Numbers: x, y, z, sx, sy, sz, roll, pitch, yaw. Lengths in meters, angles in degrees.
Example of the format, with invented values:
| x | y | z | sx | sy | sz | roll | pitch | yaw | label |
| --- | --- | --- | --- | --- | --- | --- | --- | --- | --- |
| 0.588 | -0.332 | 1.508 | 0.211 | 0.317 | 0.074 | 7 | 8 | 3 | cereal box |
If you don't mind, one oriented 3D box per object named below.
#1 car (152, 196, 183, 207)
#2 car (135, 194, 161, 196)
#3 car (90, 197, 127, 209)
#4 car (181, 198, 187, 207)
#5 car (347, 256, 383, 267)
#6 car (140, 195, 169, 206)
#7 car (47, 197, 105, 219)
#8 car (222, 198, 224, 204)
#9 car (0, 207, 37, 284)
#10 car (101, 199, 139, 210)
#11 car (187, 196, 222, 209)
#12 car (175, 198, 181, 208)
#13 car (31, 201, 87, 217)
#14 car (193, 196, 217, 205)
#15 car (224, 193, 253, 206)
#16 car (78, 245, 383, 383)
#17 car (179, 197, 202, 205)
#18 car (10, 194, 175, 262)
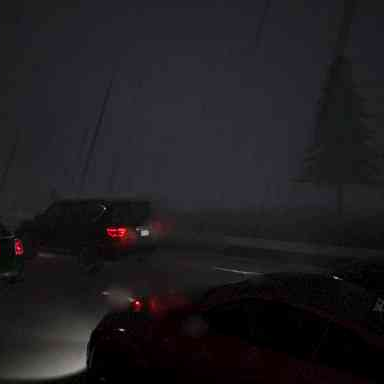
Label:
| x | y | z | sx | sy | sz | roll | pitch | yaw | label |
| --- | --- | --- | --- | --- | --- | --- | --- | --- | --- |
| -3.708 | 1.478 | 50.970 | 1.882 | 1.535 | 5.008 | 0 | 0 | 36 | car |
| -6.302 | 1.223 | 41.495 | 2.150 | 2.045 | 5.566 | 0 | 0 | 36 | car |
| -11.503 | 1.506 | 46.237 | 1.837 | 1.490 | 4.892 | 0 | 0 | 36 | car |
| -0.051 | 1.547 | 50.044 | 2.033 | 1.411 | 5.357 | 0 | 0 | 36 | car |
| 4.703 | 1.478 | 4.933 | 5.008 | 1.535 | 1.882 | 0 | 0 | 35 | car |
| -6.017 | 1.352 | 53.738 | 2.097 | 1.767 | 4.553 | 0 | 0 | 36 | car |
| -10.348 | 1.351 | 29.999 | 2.097 | 1.767 | 4.553 | 0 | 0 | 36 | car |
| 5.882 | 1.601 | 58.109 | 1.895 | 1.301 | 4.718 | 0 | 0 | 37 | car |
| -6.217 | 1.352 | 8.391 | 4.553 | 1.767 | 2.097 | 0 | 0 | 36 | car |
| -9.321 | 1.601 | 43.293 | 1.895 | 1.301 | 4.718 | 0 | 0 | 36 | car |
| 1.760 | 1.601 | 46.590 | 1.895 | 1.301 | 4.718 | 0 | 0 | 36 | car |
| -4.041 | 1.548 | 38.655 | 2.033 | 1.411 | 5.357 | 0 | 0 | 36 | car |
| -12.881 | 1.601 | 32.489 | 1.895 | 1.301 | 4.718 | 0 | 0 | 36 | car |
| 2.373 | 1.526 | 59.252 | 1.812 | 1.442 | 4.674 | 0 | 0 | 37 | car |
| 8.141 | 1.218 | 55.274 | 2.150 | 2.045 | 5.566 | 0 | 0 | 37 | car |
| 0.834 | 1.564 | 3.394 | 4.181 | 1.385 | 1.994 | 0 | 0 | 35 | car |
| -0.183 | 1.601 | 61.680 | 1.895 | 1.301 | 4.718 | 0 | 0 | 37 | car |
| -3.473 | 1.221 | 10.732 | 5.566 | 2.045 | 2.150 | 0 | 0 | 36 | car |
